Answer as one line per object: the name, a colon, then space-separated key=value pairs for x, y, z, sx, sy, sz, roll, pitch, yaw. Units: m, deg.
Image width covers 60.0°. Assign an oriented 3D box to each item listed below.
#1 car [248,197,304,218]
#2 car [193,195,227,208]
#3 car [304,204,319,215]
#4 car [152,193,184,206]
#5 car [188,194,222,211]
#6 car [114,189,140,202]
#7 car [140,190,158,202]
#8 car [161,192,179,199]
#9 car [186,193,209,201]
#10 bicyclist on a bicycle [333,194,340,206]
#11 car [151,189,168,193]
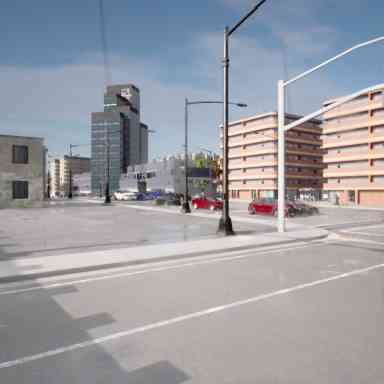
car: x=7.111 y=1.231 z=29.387 sx=2.097 sy=1.767 sz=4.553 roll=0 pitch=1 yaw=-34
car: x=2.226 y=1.197 z=42.721 sx=1.812 sy=1.442 sz=4.674 roll=0 pitch=1 yaw=-34
car: x=9.492 y=1.412 z=32.096 sx=2.033 sy=1.411 sz=5.357 roll=0 pitch=1 yaw=-35
car: x=-3.163 y=1.157 z=44.402 sx=1.994 sy=1.385 sz=4.181 roll=0 pitch=1 yaw=-34
car: x=1.962 y=1.228 z=36.894 sx=1.882 sy=1.535 sz=5.008 roll=0 pitch=1 yaw=-34
car: x=-11.449 y=0.556 z=56.624 sx=2.150 sy=2.045 sz=5.566 roll=0 pitch=1 yaw=-34
car: x=-8.246 y=0.867 z=58.125 sx=1.812 sy=1.442 sz=4.674 roll=0 pitch=1 yaw=-34
car: x=-4.676 y=0.661 z=71.557 sx=1.994 sy=1.385 sz=4.181 roll=0 pitch=1 yaw=-34
car: x=0.964 y=0.959 z=63.321 sx=1.895 sy=1.301 sz=4.718 roll=0 pitch=1 yaw=-34
bicyclist on a bicycle: x=19.976 y=1.093 z=45.979 sx=1.656 sy=1.620 sz=0.582 roll=0 pitch=1 yaw=-34
car: x=-7.580 y=0.334 z=69.602 sx=2.150 sy=2.045 sz=5.566 roll=0 pitch=1 yaw=-34
